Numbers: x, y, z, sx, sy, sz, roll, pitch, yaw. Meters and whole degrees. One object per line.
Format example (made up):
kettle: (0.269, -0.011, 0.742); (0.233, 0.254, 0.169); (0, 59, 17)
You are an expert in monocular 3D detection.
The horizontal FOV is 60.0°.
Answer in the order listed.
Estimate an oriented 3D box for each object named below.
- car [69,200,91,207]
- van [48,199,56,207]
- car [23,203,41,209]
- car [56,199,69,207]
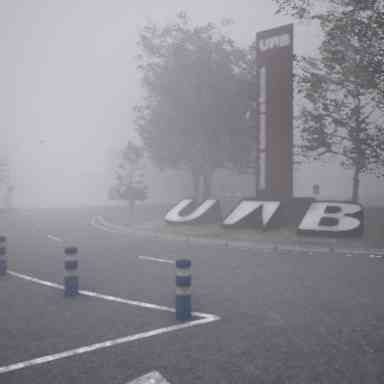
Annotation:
car: (-22.238, 2.288, 67.579); (4.674, 1.452, 2.002); (-4, -4, 41)
van: (-30.674, 2.620, 74.804); (4.442, 1.987, 1.878); (-4, -2, 41)
car: (-38.939, 3.474, 81.911); (4.674, 1.452, 2.002); (-4, -2, 41)
car: (-26.412, 2.573, 71.144); (4.792, 1.488, 2.163); (-4, -2, 41)
